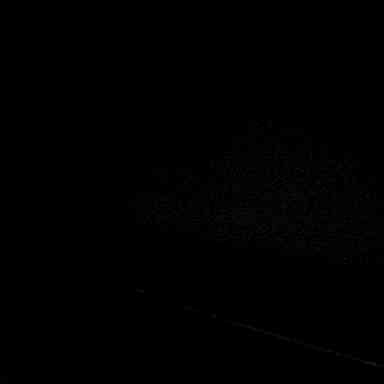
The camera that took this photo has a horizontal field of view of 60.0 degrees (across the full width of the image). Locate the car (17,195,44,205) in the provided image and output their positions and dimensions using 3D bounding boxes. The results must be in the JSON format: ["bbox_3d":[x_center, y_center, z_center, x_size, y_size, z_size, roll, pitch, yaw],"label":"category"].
[{"bbox_3d":[-22.301,1.018,45.567,1.895,1.301,4.718,1,0,15],"label":"car"}]

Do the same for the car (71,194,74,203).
[{"bbox_3d":[-17.919,1.012,47.999,1.994,1.385,4.181,1,0,17],"label":"car"}]

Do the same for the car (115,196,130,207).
[{"bbox_3d":[-8.262,1.154,42.923,1.994,1.385,4.181,1,0,14],"label":"car"}]

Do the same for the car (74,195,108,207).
[{"bbox_3d":[-12.293,1.084,41.487,1.812,1.442,4.674,1,0,13],"label":"car"}]
